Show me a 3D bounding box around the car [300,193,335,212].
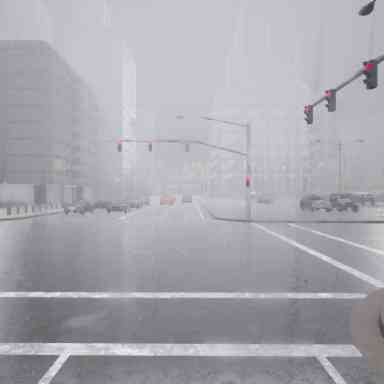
[{"bbox_3d":[13.169,1.153,35.698,1.932,1.855,4.605,0,0,0],"label":"car"}]

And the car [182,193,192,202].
[{"bbox_3d":[-1.101,1.181,74.352,2.097,1.767,4.553,0,0,0],"label":"car"}]

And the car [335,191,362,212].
[{"bbox_3d":[16.064,1.156,35.650,1.905,1.878,3.866,0,0,0],"label":"car"}]

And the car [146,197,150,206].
[{"bbox_3d":[-8.080,1.491,55.277,2.128,1.511,4.902,0,0,0],"label":"car"}]

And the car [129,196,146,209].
[{"bbox_3d":[-8.034,1.352,45.393,2.097,1.767,4.553,0,0,0],"label":"car"}]

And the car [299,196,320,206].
[{"bbox_3d":[18.731,1.395,53.123,1.970,1.475,3.806,0,0,0],"label":"car"}]

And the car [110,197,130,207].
[{"bbox_3d":[-11.576,1.547,53.905,2.033,1.411,5.357,0,0,0],"label":"car"}]

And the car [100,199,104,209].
[{"bbox_3d":[-11.524,1.601,43.365,1.895,1.301,4.718,0,0,0],"label":"car"}]

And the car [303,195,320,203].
[{"bbox_3d":[24.466,1.395,68.238,1.970,1.475,3.806,0,0,0],"label":"car"}]

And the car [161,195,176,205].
[{"bbox_3d":[-4.416,1.353,59.543,2.097,1.767,4.553,0,0,0],"label":"car"}]

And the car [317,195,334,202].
[{"bbox_3d":[27.361,1.364,68.243,1.784,1.438,3.905,0,0,0],"label":"car"}]

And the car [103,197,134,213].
[{"bbox_3d":[-7.986,1.564,36.691,1.994,1.385,4.181,0,0,0],"label":"car"}]

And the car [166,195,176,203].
[{"bbox_3d":[-4.581,1.501,73.084,1.837,1.490,4.892,0,0,0],"label":"car"}]

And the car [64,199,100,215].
[{"bbox_3d":[-11.471,1.492,34.097,2.128,1.511,4.902,0,0,0],"label":"car"}]

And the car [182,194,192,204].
[{"bbox_3d":[-1.051,1.601,65.624,1.895,1.301,4.718,0,0,0],"label":"car"}]
